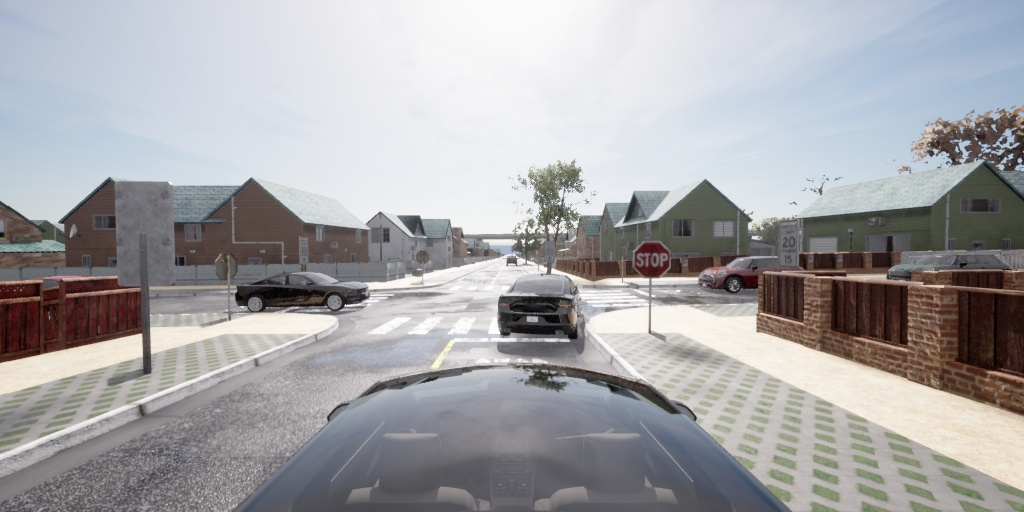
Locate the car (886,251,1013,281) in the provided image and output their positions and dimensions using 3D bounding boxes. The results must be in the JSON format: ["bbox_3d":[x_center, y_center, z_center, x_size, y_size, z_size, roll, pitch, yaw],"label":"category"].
[{"bbox_3d":[21.696,0.646,17.895,4.553,1.767,2.097,-1,2,0],"label":"car"}]

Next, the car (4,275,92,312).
[{"bbox_3d":[-18.026,1.546,14.664,5.008,1.535,1.882,-1,2,0],"label":"car"}]

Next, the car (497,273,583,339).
[{"bbox_3d":[0.955,1.224,10.207,1.882,1.535,5.008,0,0,12],"label":"car"}]

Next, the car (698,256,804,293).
[{"bbox_3d":[11.801,0.820,17.820,4.553,1.767,2.097,-1,2,0],"label":"car"}]

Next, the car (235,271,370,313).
[{"bbox_3d":[-8.473,1.376,14.730,5.008,1.535,1.882,-1,2,0],"label":"car"}]
